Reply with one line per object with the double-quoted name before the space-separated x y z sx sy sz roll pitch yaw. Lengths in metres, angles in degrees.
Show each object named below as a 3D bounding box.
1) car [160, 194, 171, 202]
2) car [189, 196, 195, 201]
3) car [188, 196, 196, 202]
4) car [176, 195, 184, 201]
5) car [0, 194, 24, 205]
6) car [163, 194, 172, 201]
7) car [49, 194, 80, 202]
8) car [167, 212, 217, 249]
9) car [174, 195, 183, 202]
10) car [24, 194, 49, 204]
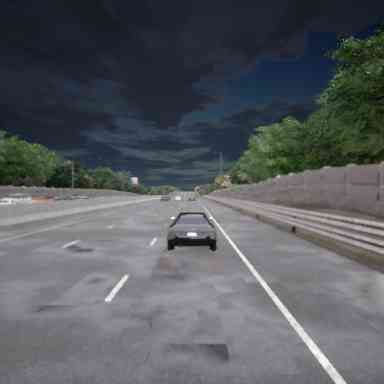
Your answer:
"car" -6.980 1.729 84.072 2.033 1.411 5.357 0 0 0
"car" 0.022 1.760 95.351 1.895 1.301 4.718 0 0 0
"car" 0.021 1.748 85.320 1.994 1.385 4.181 0 0 0
"car" -3.478 1.690 95.323 2.128 1.511 4.902 0 0 0
"car" -24.533 1.255 46.583 2.150 2.045 5.566 0 0 1
"car" -6.978 1.495 94.461 2.097 1.767 4.553 0 0 0
"car" -17.536 1.252 46.743 2.150 2.045 5.566 0 0 1
"car" 0.002 1.564 14.509 1.994 1.385 4.181 0 0 0
"car" -3.479 1.720 85.321 1.812 1.442 4.674 0 0 0
"car" -21.038 1.387 46.654 2.097 1.767 4.553 0 0 1
